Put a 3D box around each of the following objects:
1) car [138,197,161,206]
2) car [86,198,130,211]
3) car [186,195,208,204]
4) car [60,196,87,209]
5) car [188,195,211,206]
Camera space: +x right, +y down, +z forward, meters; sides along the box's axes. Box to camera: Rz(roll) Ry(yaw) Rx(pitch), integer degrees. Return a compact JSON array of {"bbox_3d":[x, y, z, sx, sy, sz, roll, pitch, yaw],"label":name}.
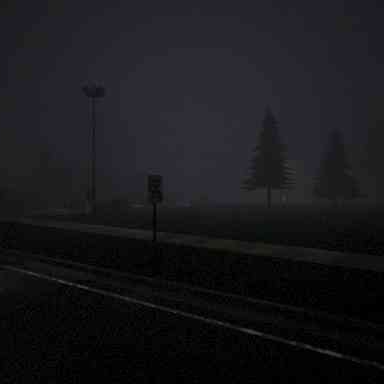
[{"bbox_3d":[-7.221,1.564,56.078,1.994,1.385,4.181,0,0,35],"label":"car"},{"bbox_3d":[-9.779,1.477,40.204,1.882,1.535,5.008,0,0,35],"label":"car"},{"bbox_3d":[1.062,1.545,67.795,1.837,1.490,4.892,0,2,35],"label":"car"},{"bbox_3d":[-15.326,1.353,44.482,2.097,1.767,4.553,0,0,35],"label":"car"},{"bbox_3d":[1.335,1.352,56.098,2.097,1.767,4.553,0,0,35],"label":"car"}]
